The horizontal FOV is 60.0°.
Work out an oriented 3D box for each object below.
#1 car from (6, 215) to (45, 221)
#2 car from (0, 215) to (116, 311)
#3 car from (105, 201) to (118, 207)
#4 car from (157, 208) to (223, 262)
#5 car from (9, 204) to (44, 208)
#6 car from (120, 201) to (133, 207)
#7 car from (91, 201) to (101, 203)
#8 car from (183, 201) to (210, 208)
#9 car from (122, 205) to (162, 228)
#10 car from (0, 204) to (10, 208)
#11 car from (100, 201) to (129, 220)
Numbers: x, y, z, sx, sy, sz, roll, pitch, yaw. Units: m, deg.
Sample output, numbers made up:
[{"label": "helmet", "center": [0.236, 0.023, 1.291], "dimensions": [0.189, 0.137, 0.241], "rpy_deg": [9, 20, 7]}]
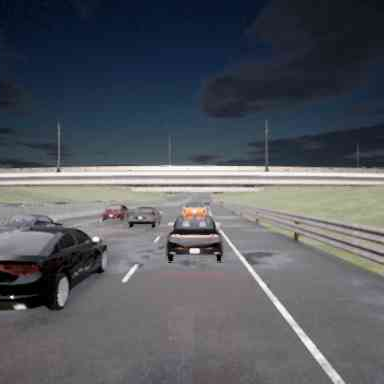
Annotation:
[{"label": "car", "center": [-6.904, 1.670, 14.342], "dimensions": [1.994, 1.385, 4.181], "rpy_deg": [0, -1, 0]}, {"label": "car", "center": [-3.424, 1.527, 7.922], "dimensions": [1.882, 1.535, 5.008], "rpy_deg": [0, -1, 0]}, {"label": "car", "center": [-18.778, 2.726, 77.953], "dimensions": [1.812, 1.442, 4.674], "rpy_deg": [0, -2, 3]}, {"label": "car", "center": [0.091, 1.579, 12.420], "dimensions": [2.128, 1.511, 4.902], "rpy_deg": [0, 0, 0]}, {"label": "car", "center": [-17.243, 2.019, 36.054], "dimensions": [1.895, 1.301, 4.718], "rpy_deg": [0, -1, 2]}, {"label": "car", "center": [-15.301, 2.820, 77.381], "dimensions": [1.994, 1.385, 4.181], "rpy_deg": [0, -2, 3]}, {"label": "car", "center": [-22.294, 2.770, 77.702], "dimensions": [1.837, 1.490, 4.892], "rpy_deg": [0, -2, 3]}, {"label": "car", "center": [0.256, 1.650, 28.942], "dimensions": [2.097, 1.767, 4.553], "rpy_deg": [0, -1, 1]}, {"label": "car", "center": [-3.347, 1.774, 24.266], "dimensions": [2.033, 1.411, 5.357], "rpy_deg": [0, -1, 1]}, {"label": "car", "center": [-20.681, 2.008, 37.516], "dimensions": [1.994, 1.385, 4.181], "rpy_deg": [0, -1, 2]}, {"label": "car", "center": [-6.717, 1.842, 30.137], "dimensions": [1.812, 1.442, 4.674], "rpy_deg": [0, -1, 1]}]
